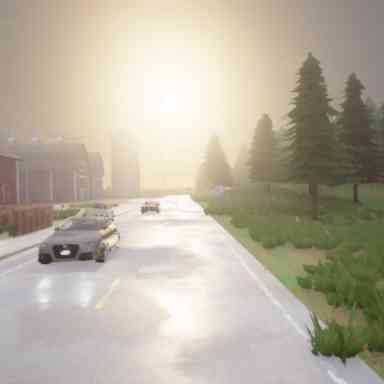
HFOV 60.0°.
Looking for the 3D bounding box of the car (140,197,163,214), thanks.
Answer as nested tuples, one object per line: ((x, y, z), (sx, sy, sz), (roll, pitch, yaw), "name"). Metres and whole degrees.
((-4.295, 1.579, 35.221), (1.895, 1.301, 4.718), (-1, 0, -1), "car")

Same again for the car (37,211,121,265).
((-3.840, 1.620, 11.970), (1.994, 1.385, 4.181), (-1, 0, -1), "car")

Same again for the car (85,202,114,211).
((-7.024, 1.541, 25.398), (1.816, 1.474, 4.193), (4, 0, -4), "car")
